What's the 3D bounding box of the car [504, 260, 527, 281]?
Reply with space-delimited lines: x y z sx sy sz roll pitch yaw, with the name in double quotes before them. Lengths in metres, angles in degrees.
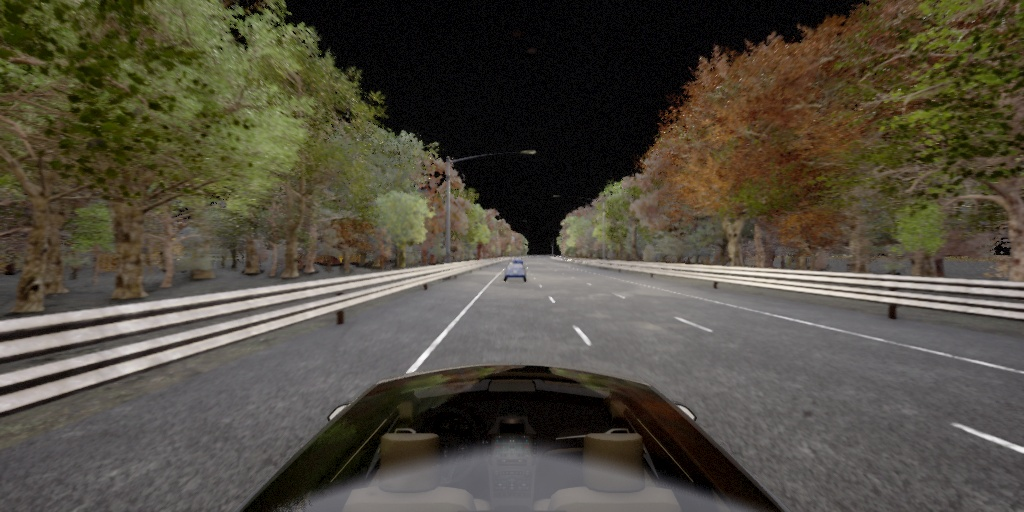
"car" 0.295 1.261 29.917 2.033 1.411 5.357 0 0 1
